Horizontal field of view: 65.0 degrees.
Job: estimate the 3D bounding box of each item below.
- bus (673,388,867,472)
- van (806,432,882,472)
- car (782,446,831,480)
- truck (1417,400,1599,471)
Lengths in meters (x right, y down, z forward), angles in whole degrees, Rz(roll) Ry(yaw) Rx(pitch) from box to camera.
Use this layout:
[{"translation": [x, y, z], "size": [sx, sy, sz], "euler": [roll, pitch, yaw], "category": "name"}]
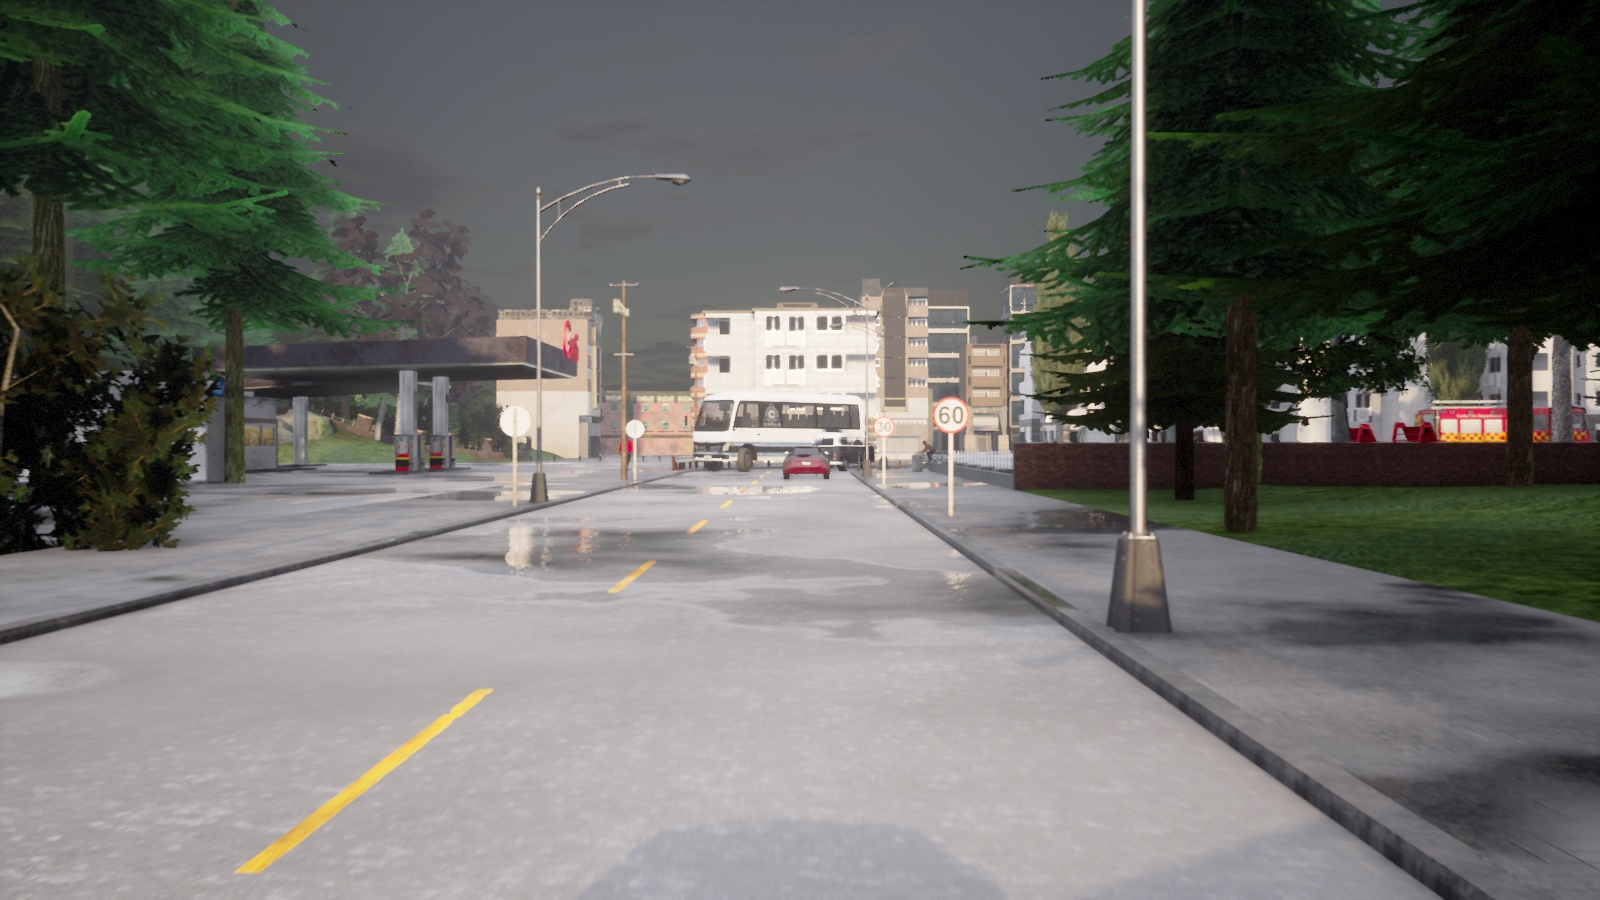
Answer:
[{"translation": [-1.471, -1.022, 67.950], "size": [10.273, 4.253, 3.944], "euler": [0, 1, -41], "category": "bus"}, {"translation": [2.372, 0.099, 66.340], "size": [2.069, 2.038, 4.480], "euler": [-1, 0, 32], "category": "van"}, {"translation": [0.272, 0.509, 53.511], "size": [1.994, 1.385, 4.181], "euler": [0, 0, 0], "category": "car"}, {"translation": [39.027, -0.777, 69.313], "size": [8.468, 3.827, 2.891], "euler": [0, 0, 0], "category": "truck"}]
